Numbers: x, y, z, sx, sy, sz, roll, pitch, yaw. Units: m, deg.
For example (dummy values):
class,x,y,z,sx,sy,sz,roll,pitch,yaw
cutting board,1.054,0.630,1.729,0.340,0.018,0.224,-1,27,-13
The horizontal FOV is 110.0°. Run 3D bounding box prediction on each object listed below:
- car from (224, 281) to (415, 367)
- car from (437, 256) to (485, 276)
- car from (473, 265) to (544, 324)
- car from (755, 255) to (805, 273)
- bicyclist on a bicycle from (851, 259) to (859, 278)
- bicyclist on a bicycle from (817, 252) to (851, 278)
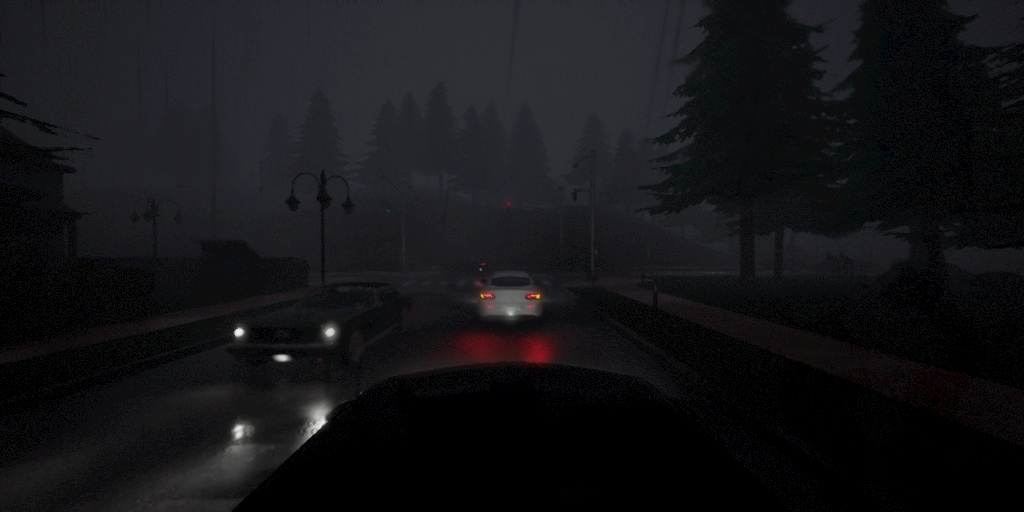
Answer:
class,x,y,z,sx,sy,sz,roll,pitch,yaw
car,-3.651,1.275,7.873,1.895,1.301,4.718,0,1,0
car,-4.267,0.770,29.742,4.892,1.490,1.837,1,-1,42
car,-0.043,1.154,11.226,1.812,1.442,4.674,0,0,0
car,22.763,0.675,31.329,4.902,1.511,2.128,0,1,0
bicyclist on a bicycle,21.638,0.591,23.374,0.582,1.620,1.656,0,1,-14
bicyclist on a bicycle,20.990,0.587,23.630,0.582,1.620,1.656,0,1,-16
